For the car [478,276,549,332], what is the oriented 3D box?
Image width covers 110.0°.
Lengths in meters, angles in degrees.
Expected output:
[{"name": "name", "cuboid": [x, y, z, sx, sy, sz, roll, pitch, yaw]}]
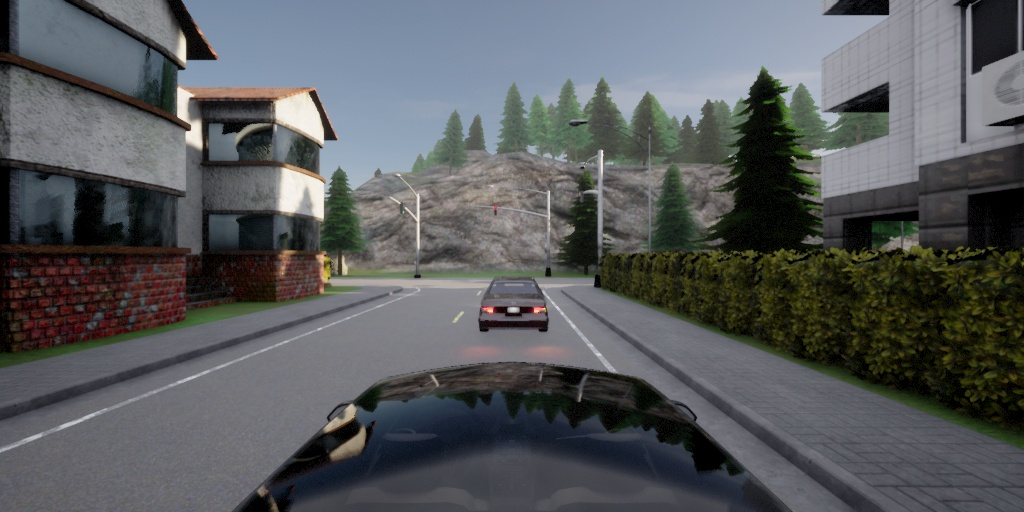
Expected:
[{"name": "car", "cuboid": [0.055, 1.296, 10.810, 2.033, 1.411, 5.357, 0, 0, 1]}]
